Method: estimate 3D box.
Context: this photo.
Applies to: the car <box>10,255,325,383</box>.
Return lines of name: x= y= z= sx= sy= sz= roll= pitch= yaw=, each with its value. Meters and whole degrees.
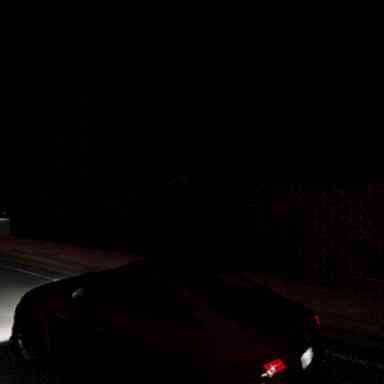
car: x=-0.522 y=1.563 z=4.366 sx=4.181 sy=1.385 sz=1.994 roll=0 pitch=0 yaw=35

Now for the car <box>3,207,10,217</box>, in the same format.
car: x=-14.227 y=1.470 z=29.698 sx=1.812 sy=1.442 sz=4.674 roll=0 pitch=0 yaw=35
